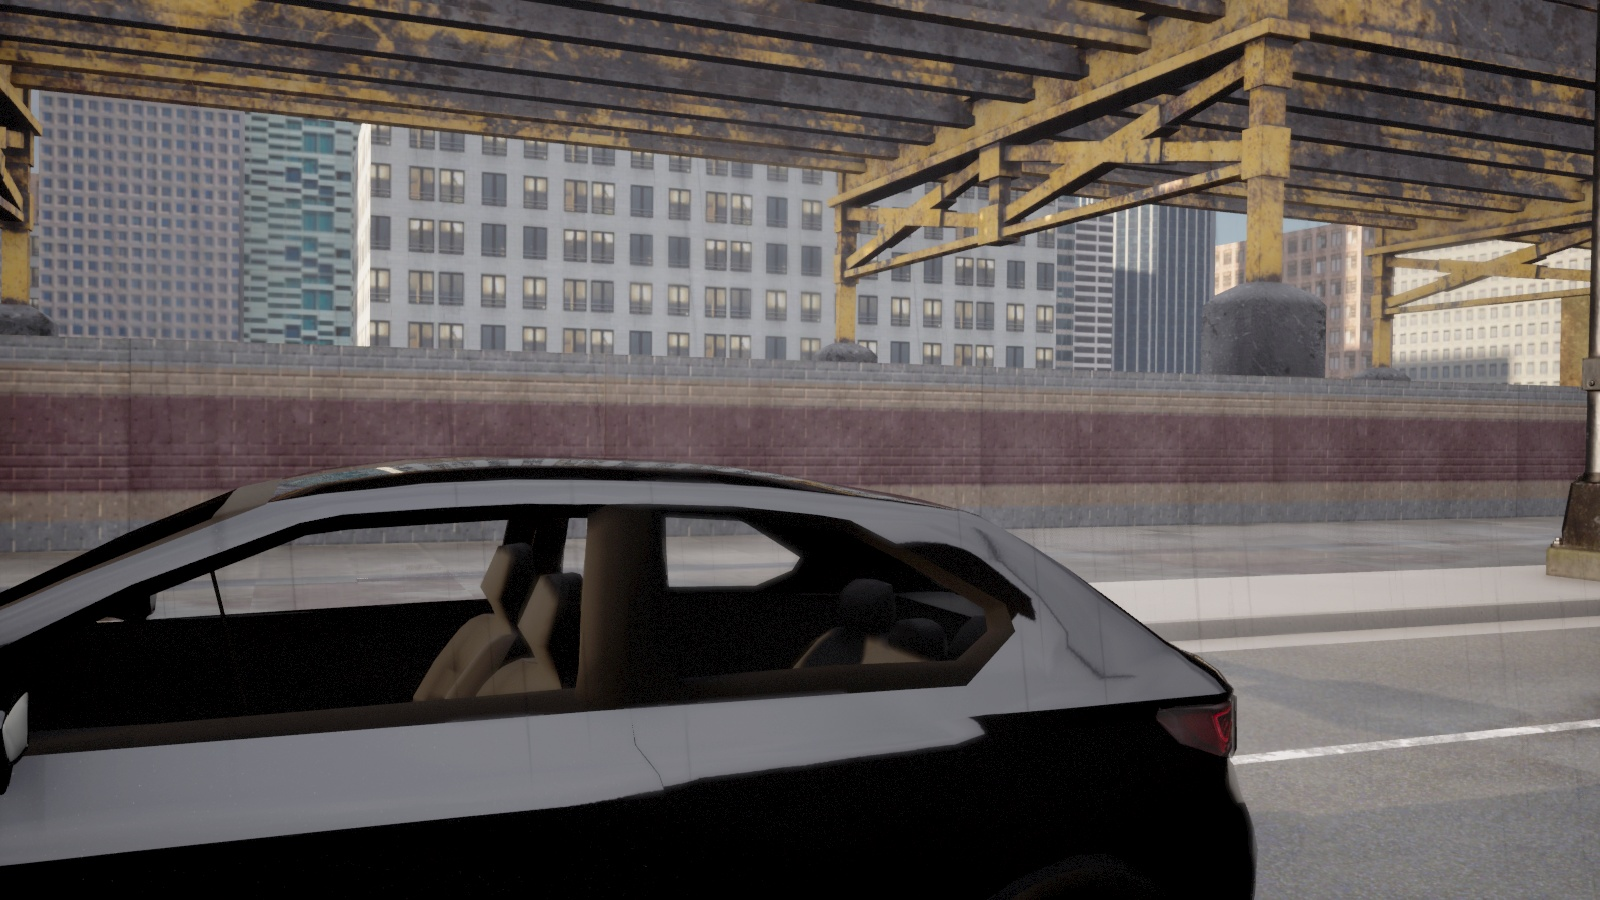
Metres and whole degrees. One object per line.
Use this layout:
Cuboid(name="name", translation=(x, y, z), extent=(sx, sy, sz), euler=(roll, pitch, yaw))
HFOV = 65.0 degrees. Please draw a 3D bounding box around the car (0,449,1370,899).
Cuboid(name="car", translation=(-1.042, 0.777, 2.843), extent=(4.193, 1.474, 1.816), euler=(-1, 1, -21))
